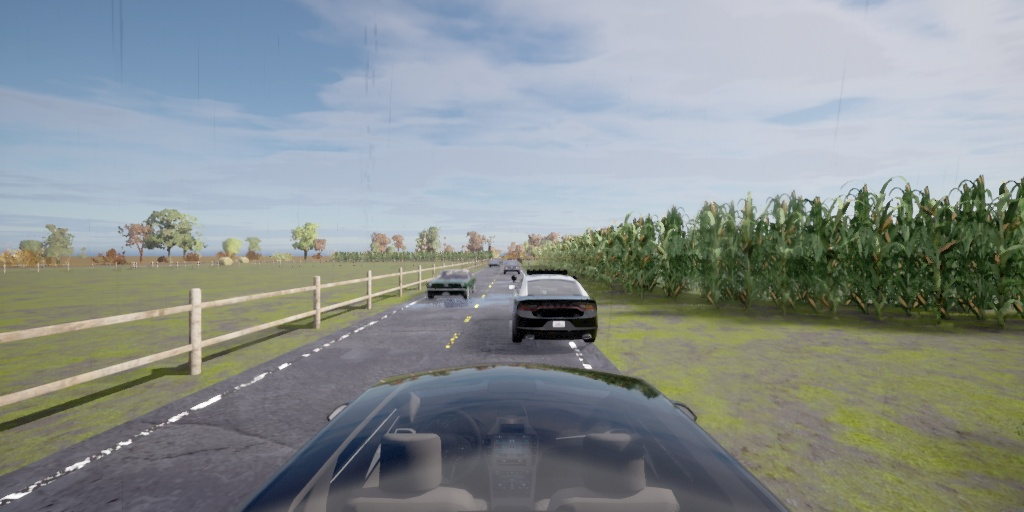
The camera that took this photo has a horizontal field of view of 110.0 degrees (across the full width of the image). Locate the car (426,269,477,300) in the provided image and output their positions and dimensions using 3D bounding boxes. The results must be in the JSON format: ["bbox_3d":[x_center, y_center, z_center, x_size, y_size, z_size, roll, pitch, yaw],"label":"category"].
[{"bbox_3d":[-2.895,1.350,17.904,1.895,1.301,4.718,0,0,0],"label":"car"}]

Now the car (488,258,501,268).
[{"bbox_3d":[-2.986,1.299,60.617,2.033,1.411,5.357,0,0,0],"label":"car"}]

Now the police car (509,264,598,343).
[{"bbox_3d":[0.942,1.174,9.840,1.930,1.638,5.238,0,0,0],"label":"police car"}]

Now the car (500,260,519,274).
[{"bbox_3d":[-0.017,1.297,40.681,2.033,1.411,5.357,0,0,0],"label":"car"}]
